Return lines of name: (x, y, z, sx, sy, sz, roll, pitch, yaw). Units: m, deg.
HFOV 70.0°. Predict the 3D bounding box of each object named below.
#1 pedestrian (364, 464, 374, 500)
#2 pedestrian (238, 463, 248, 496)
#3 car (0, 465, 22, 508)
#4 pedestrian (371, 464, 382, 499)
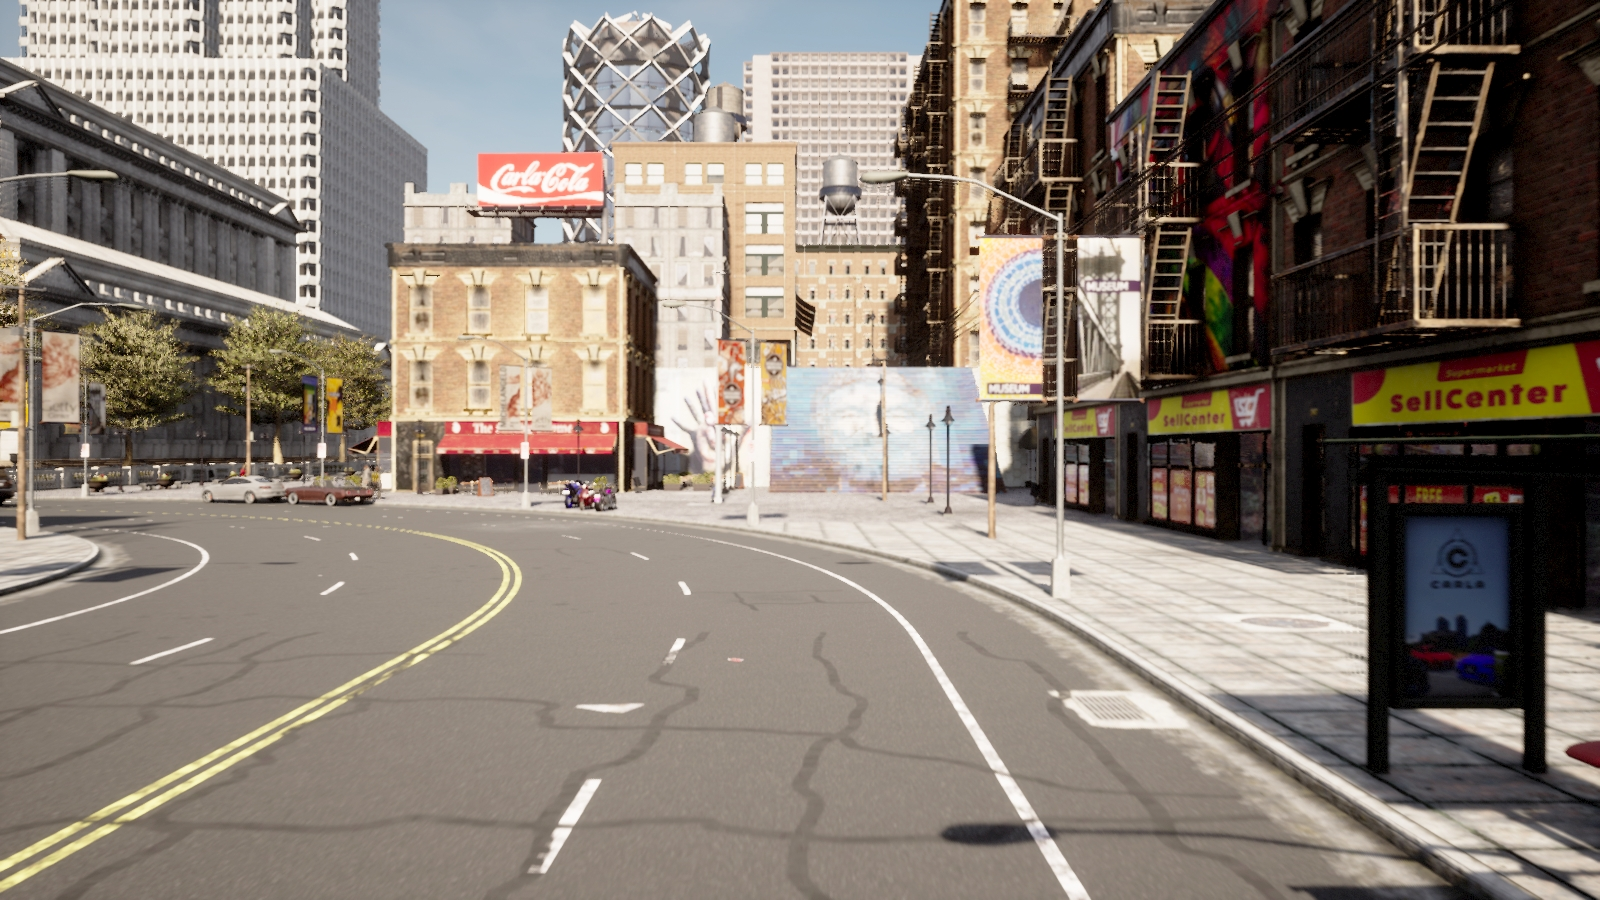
pedestrian: (-22.740, 1.696, 60.278, 0.375, 1.860, 0.375, 0, 0, 8)
pedestrian: (-31.622, 1.698, 64.878, 0.375, 1.860, 0.375, 0, 0, 4)
car: (-41.687, 1.780, 56.347, 5.566, 2.045, 2.150, 0, 0, 10)
pedestrian: (-22.621, 1.696, 60.994, 0.375, 1.860, 0.375, 0, 0, 19)
